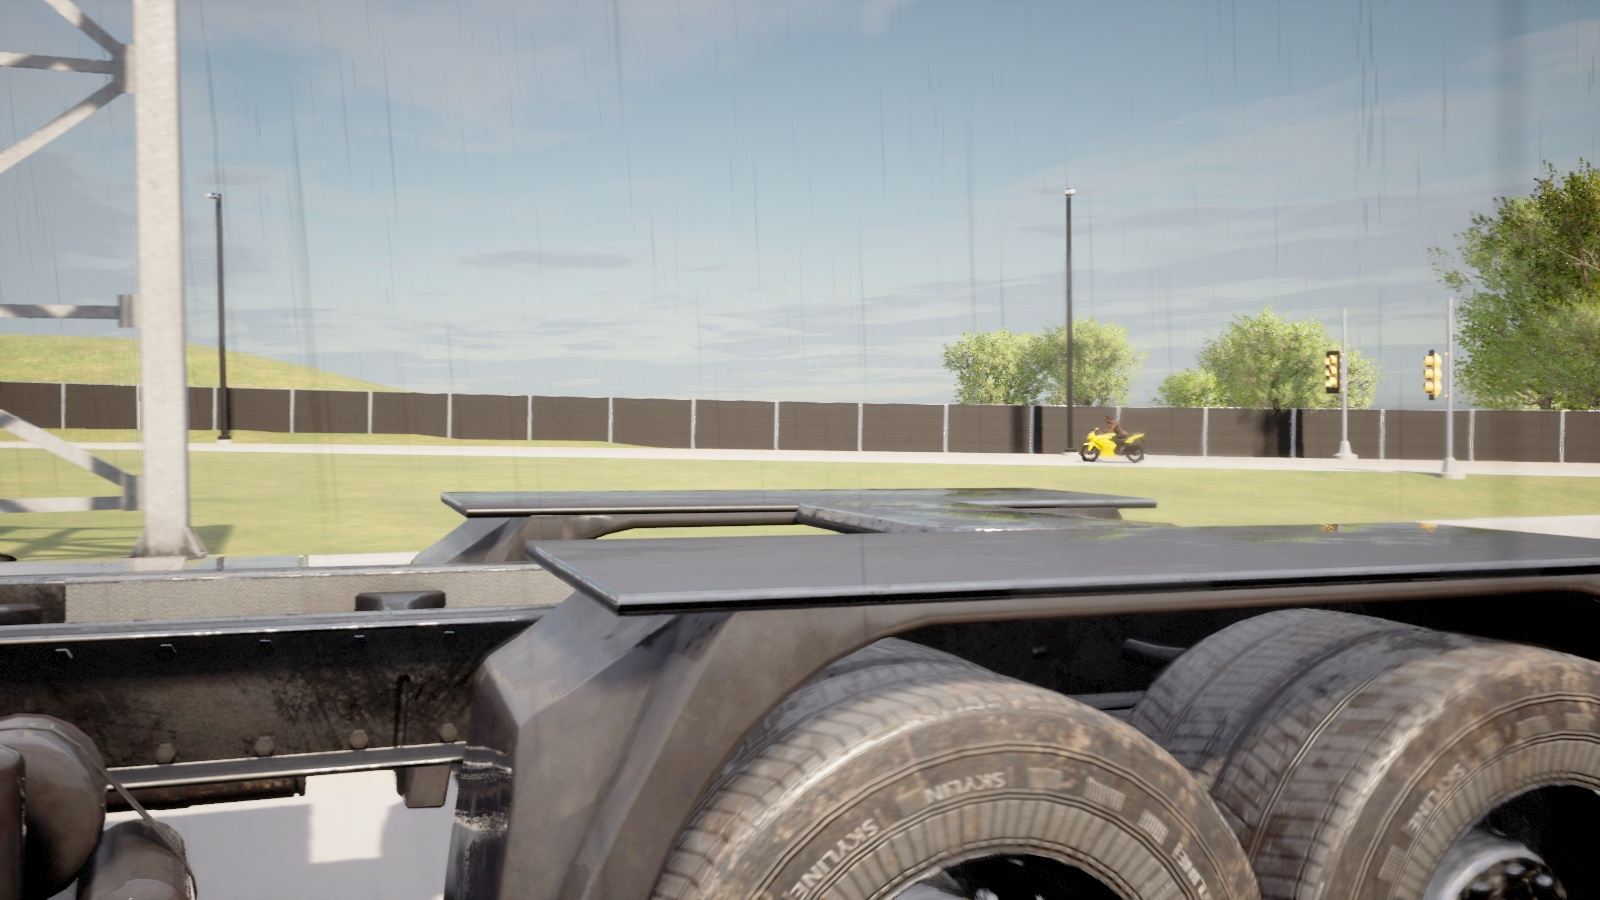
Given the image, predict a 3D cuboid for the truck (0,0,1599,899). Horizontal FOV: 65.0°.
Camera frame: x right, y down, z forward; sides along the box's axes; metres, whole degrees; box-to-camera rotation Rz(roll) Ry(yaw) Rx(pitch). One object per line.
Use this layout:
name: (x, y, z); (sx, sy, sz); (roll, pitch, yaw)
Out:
truck: (-1.636, -0.208, 2.606); (7.936, 3.462, 2.891); (-1, 1, -21)

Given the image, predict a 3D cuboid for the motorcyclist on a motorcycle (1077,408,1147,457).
motorcyclist on a motorcycle: (9.874, -0.555, 39.797); (2.044, 1.523, 0.797); (0, 2, 6)
